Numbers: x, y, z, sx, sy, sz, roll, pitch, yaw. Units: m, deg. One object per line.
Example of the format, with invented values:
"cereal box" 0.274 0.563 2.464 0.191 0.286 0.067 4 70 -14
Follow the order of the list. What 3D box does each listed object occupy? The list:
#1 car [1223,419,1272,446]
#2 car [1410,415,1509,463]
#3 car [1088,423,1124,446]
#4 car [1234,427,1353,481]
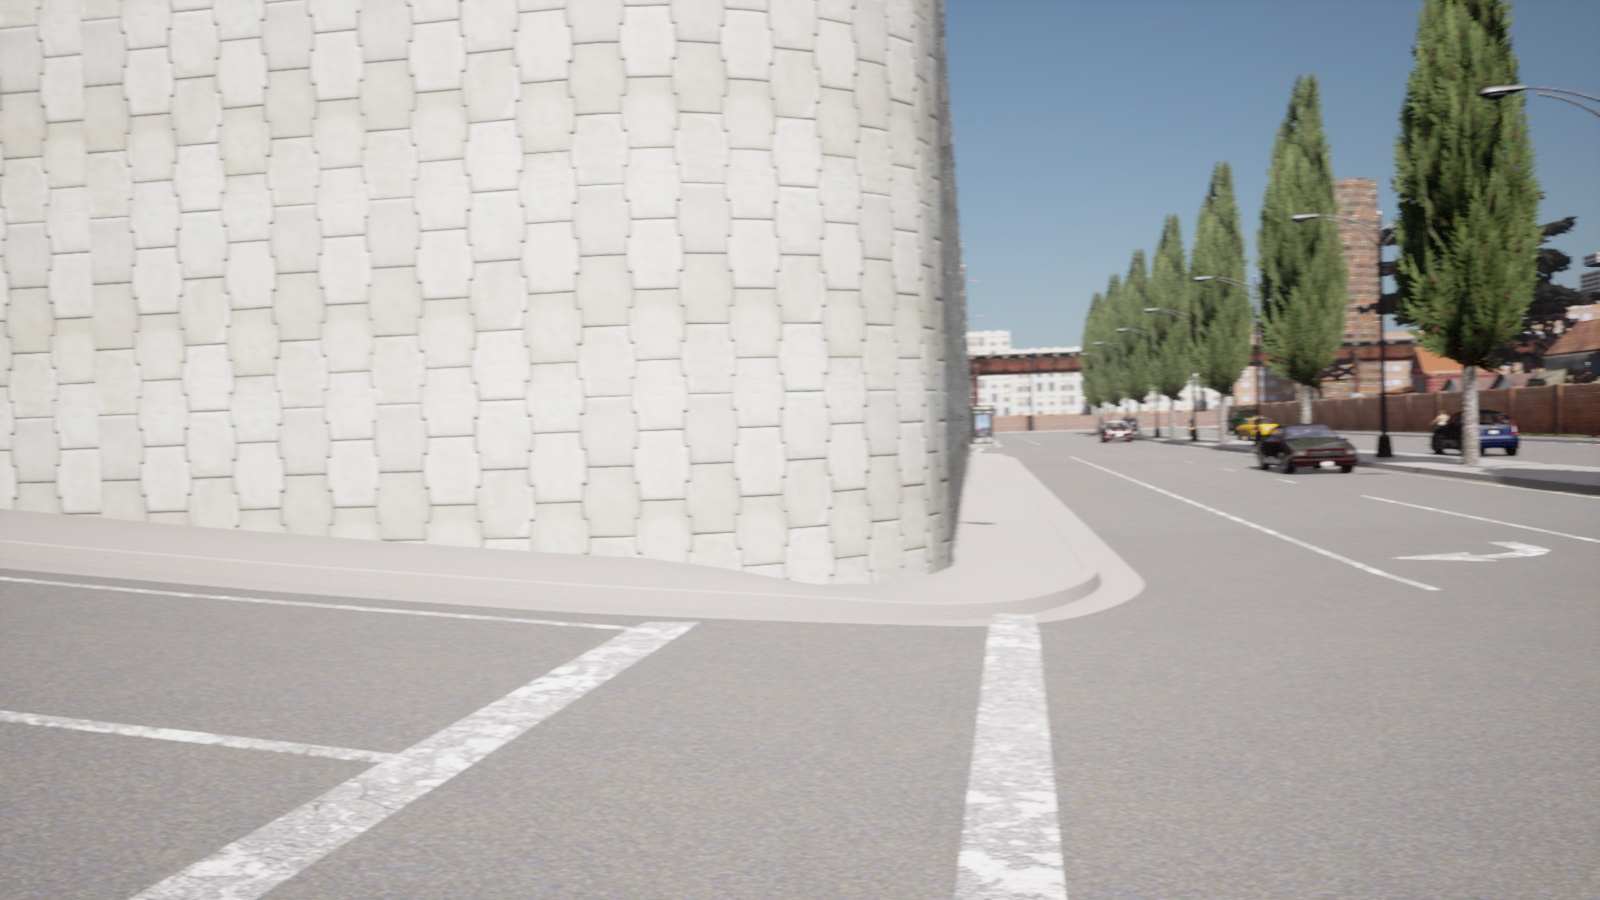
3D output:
"car" 28.073 -1.126 78.985 1.801 1.575 5.366 -1 1 8
"car" 23.563 -0.427 45.031 1.851 1.617 3.988 -1 1 8
"car" 20.969 -1.090 86.241 1.970 1.475 3.806 -1 1 8
"car" 14.438 0.065 37.061 2.033 1.411 5.357 -1 1 8
